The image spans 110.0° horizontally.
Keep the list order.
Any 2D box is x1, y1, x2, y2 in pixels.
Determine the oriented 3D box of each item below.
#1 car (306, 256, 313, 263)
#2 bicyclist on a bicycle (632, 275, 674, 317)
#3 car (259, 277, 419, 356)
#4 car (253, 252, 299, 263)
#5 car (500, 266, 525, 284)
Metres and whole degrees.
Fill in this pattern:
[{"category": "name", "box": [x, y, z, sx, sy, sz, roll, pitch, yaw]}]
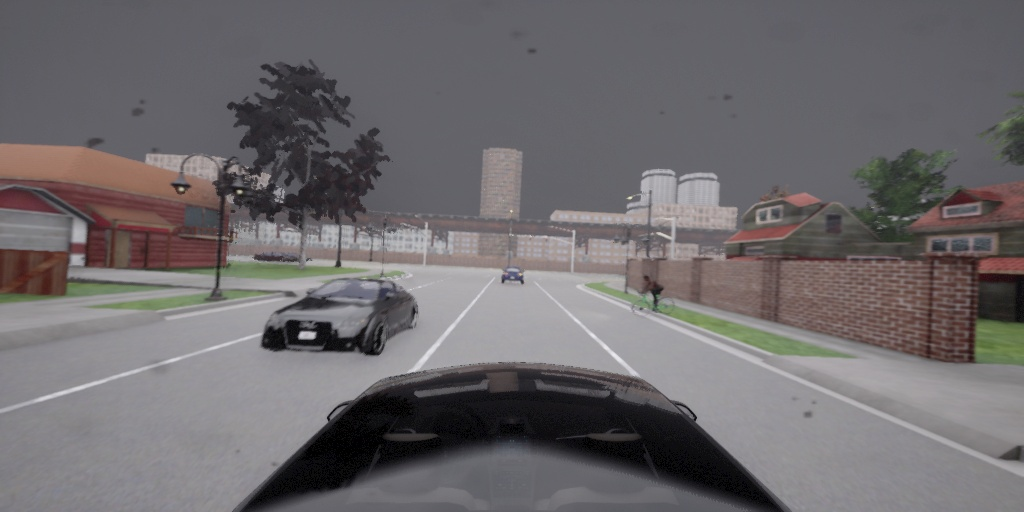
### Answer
[{"category": "car", "box": [-31.590, 0.178, 51.504, 5.357, 1.411, 2.033, 3, -1, 2]}, {"category": "bicyclist on a bicycle", "box": [5.416, 1.527, 13.871, 1.656, 1.620, 0.582, -6, -1, 0]}, {"category": "car", "box": [-3.506, 1.197, 8.153, 1.994, 1.385, 4.181, 3, -1, 0]}, {"category": "car", "box": [-31.496, 0.145, 47.992, 5.357, 1.411, 2.033, 3, -1, 2]}, {"category": "car", "box": [0.094, 1.592, 30.859, 1.812, 1.442, 4.674, 3, -1, 1]}]
